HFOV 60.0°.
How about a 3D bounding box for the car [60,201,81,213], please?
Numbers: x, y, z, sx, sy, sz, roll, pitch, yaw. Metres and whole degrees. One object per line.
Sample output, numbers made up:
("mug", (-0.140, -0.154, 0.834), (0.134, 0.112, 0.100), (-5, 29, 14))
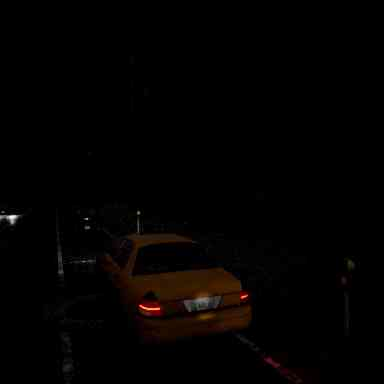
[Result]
("car", (-8.186, 1.552, 23.828), (2.008, 1.369, 4.403), (0, 0, -22))

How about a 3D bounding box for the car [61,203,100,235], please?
("car", (-6.080, 1.552, 18.722), (2.008, 1.369, 4.403), (0, 0, -22))

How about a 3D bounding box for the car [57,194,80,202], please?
("car", (-12.397, 1.317, 34.042), (2.192, 1.841, 5.009), (0, 0, -22))

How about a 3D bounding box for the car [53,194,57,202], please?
("car", (-31.499, 1.471, 79.615), (1.967, 1.590, 4.097), (0, 0, -24))

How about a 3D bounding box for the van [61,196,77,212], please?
("van", (-14.503, 1.343, 39.148), (1.690, 1.788, 3.998), (0, 0, -22))

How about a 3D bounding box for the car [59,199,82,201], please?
("car", (-10.292, 1.567, 28.935), (1.947, 1.339, 4.313), (0, 0, -22))

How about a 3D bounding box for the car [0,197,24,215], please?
("car", (-18.698, 1.549, 33.784), (2.033, 1.411, 5.357), (0, 0, -22))

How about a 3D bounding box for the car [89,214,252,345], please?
("car", (-0.837, 1.457, 6.770), (1.801, 1.575, 5.366), (0, 0, -22))
